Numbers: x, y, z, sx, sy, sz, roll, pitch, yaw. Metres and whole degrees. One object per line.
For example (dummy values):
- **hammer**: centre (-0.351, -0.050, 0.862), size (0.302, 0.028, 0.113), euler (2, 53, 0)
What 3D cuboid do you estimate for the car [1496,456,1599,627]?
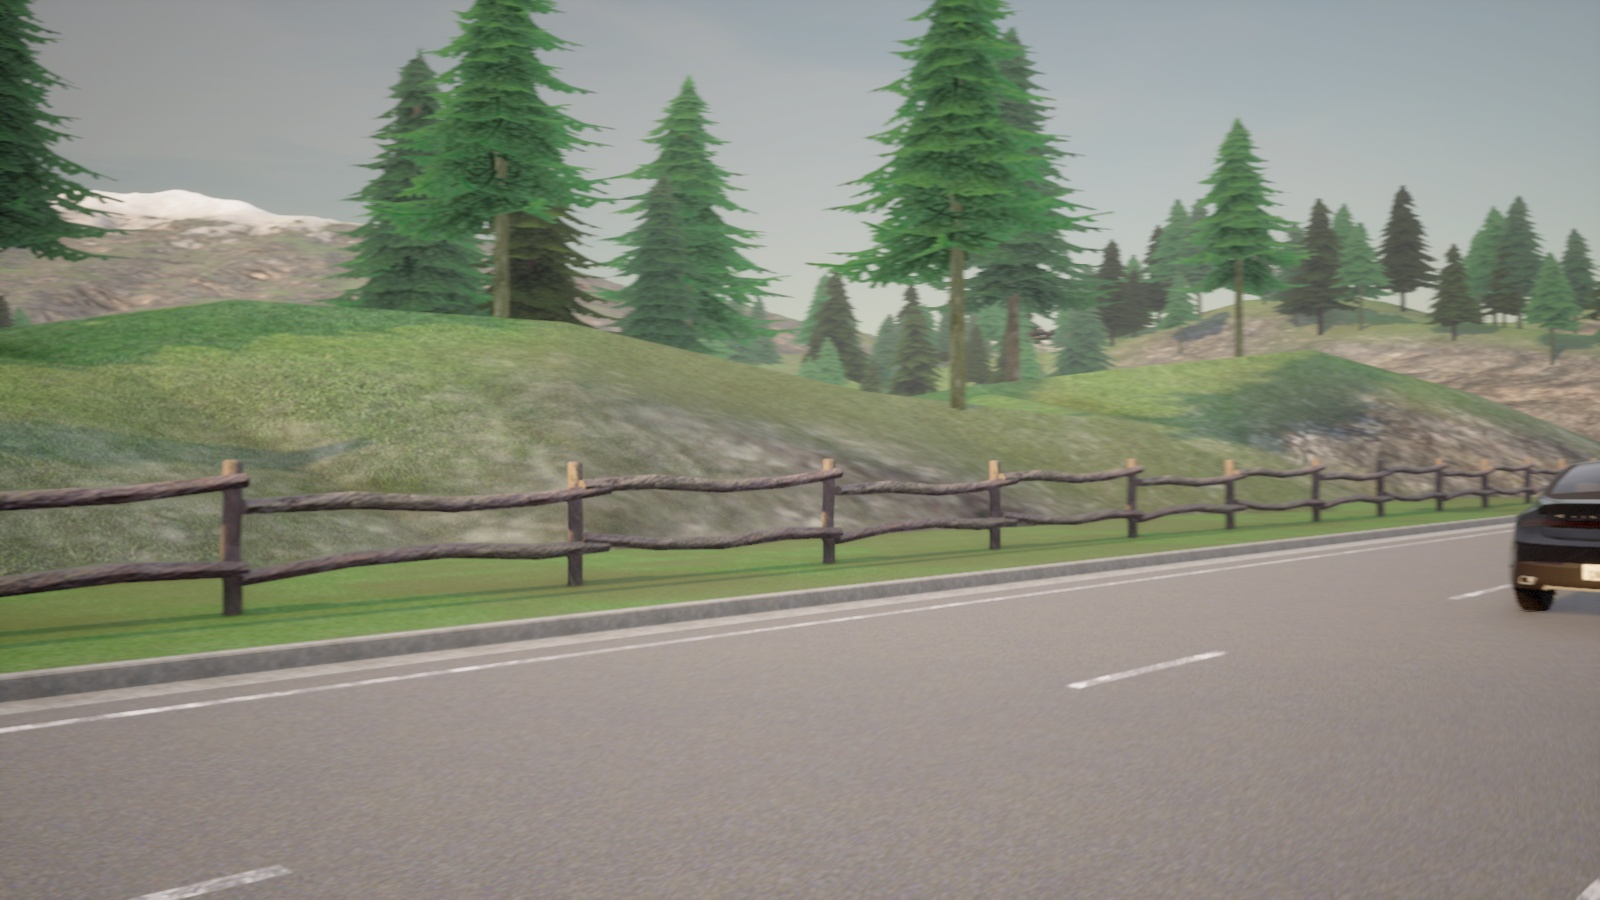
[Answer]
- **car**: centre (8.830, 0.805, 12.659), size (4.892, 1.490, 1.837), euler (0, -1, -44)
